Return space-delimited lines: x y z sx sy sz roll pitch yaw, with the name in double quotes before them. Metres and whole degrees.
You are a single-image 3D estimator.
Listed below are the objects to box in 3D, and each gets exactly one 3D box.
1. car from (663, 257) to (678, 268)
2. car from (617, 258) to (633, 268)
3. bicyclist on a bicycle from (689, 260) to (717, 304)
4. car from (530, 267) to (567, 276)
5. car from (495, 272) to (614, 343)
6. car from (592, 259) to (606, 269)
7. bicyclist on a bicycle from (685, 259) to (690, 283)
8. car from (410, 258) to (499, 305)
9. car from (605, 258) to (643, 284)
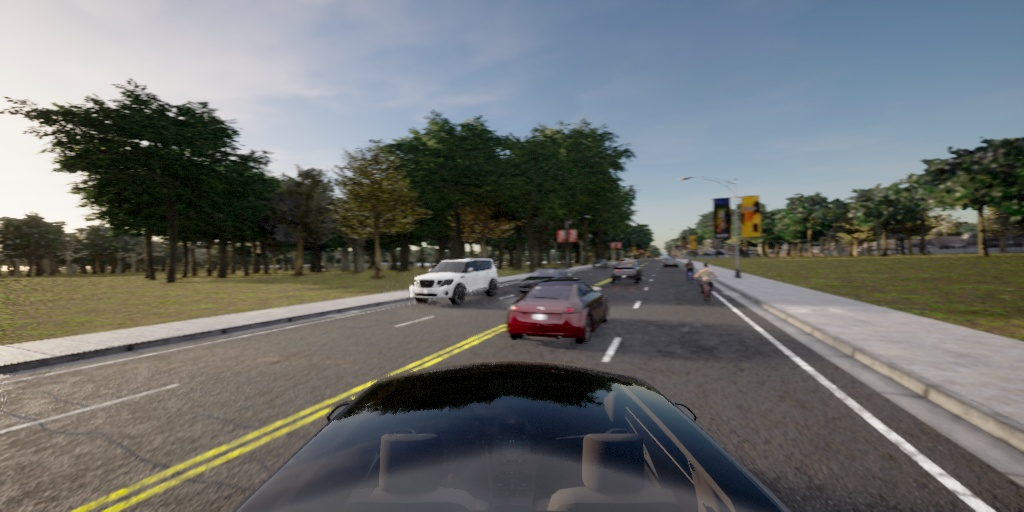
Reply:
"car" 23.808 1.033 53.849 1.994 1.385 4.181 -2 0 23
"car" 18.189 1.113 57.630 1.882 1.535 5.008 -2 0 24
"bicyclist on a bicycle" 7.706 1.064 14.242 0.866 1.612 1.509 -2 0 23
"car" 2.099 1.353 20.221 2.033 1.411 5.357 -2 0 23
"car" 1.413 1.325 9.867 1.994 1.385 4.181 -2 0 23
"car" 13.593 1.225 55.204 2.128 1.511 4.902 -2 0 24
"bicyclist on a bicycle" 11.583 1.035 23.335 0.582 1.620 1.656 -2 -1 23
"car" -2.565 1.129 17.612 2.150 2.045 5.566 -2 0 23
"car" 8.498 1.171 26.393 2.128 1.511 4.902 -2 0 23
